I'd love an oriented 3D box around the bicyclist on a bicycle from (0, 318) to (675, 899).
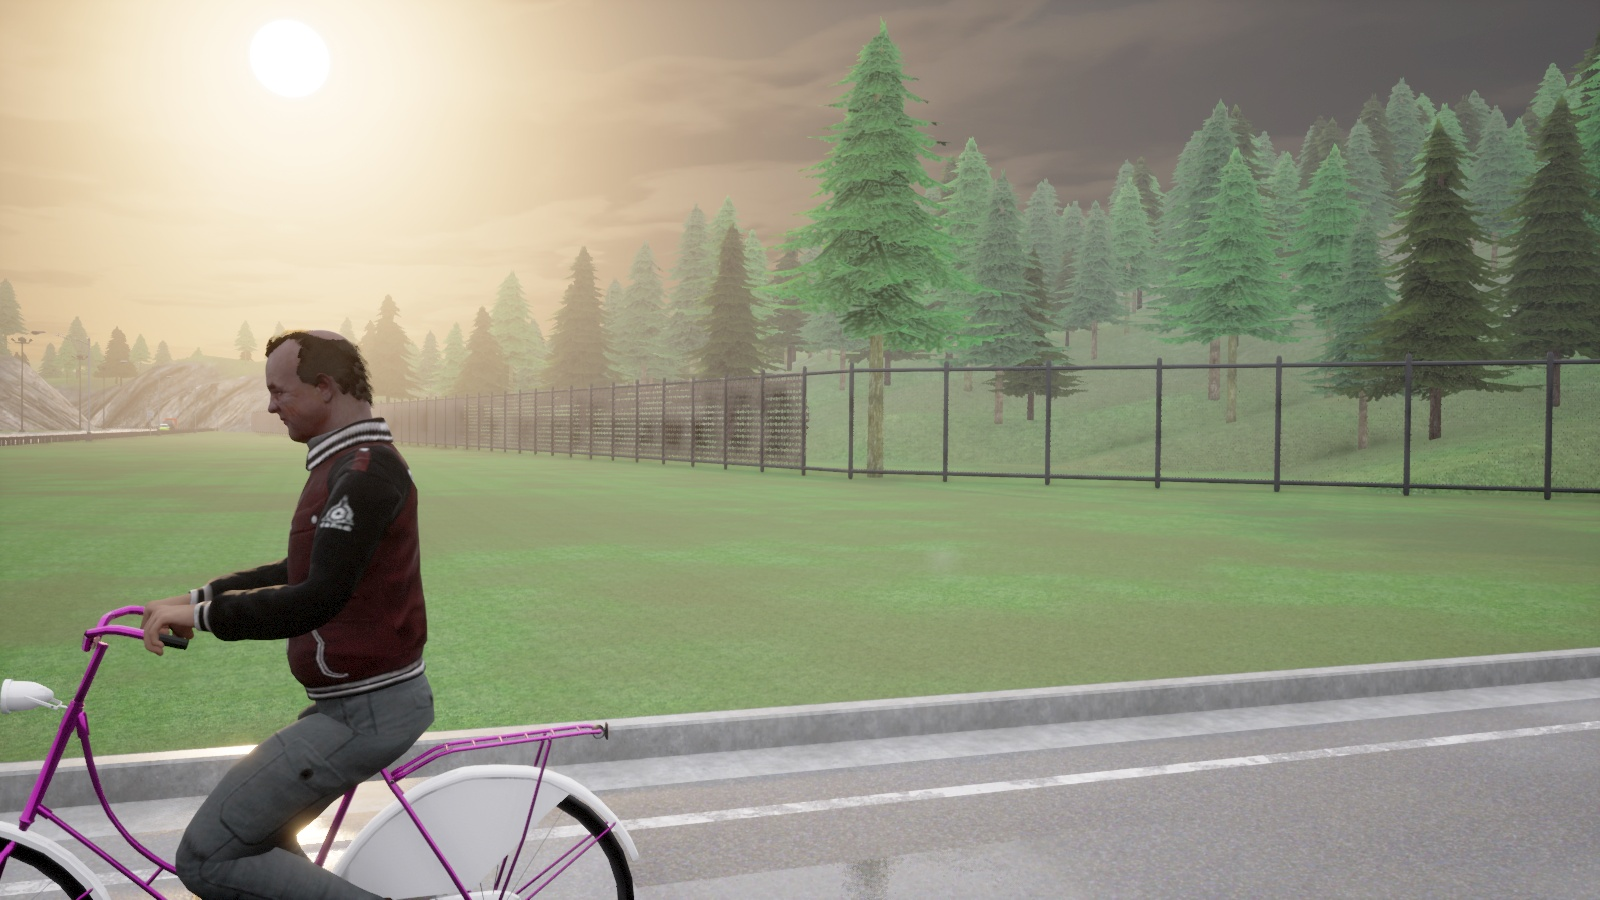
[{"bbox_3d":[-1.259,0.637,2.760,1.843,1.776,0.659,-1,1,-21],"label":"bicyclist on a bicycle"}]
